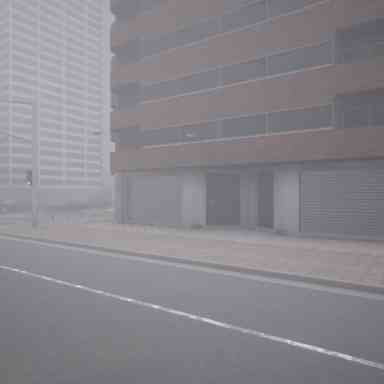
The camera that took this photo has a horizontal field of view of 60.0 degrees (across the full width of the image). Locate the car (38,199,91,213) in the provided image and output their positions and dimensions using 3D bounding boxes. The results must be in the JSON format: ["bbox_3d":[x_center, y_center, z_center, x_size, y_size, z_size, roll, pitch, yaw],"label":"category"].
[{"bbox_3d":[-13.872,1.601,36.458,1.895,1.301,4.718,0,0,35],"label":"car"}]

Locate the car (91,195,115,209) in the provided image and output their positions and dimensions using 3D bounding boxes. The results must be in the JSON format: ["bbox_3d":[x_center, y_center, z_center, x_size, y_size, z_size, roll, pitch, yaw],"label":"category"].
[{"bbox_3d":[-12.781,1.505,44.149,1.837,1.490,4.892,0,0,35],"label":"car"}]

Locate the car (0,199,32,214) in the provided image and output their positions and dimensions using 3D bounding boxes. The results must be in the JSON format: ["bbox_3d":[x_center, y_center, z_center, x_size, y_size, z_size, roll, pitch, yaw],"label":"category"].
[{"bbox_3d":[-18.736,1.477,35.595,1.882,1.535,5.008,0,0,35],"label":"car"}]
